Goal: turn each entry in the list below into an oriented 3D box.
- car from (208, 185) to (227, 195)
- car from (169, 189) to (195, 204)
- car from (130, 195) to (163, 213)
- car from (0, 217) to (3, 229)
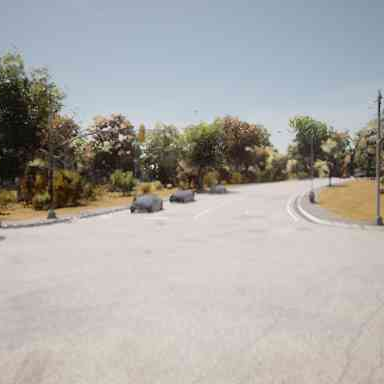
[{"bbox_3d":[4.215,-0.433,54.024,1.812,1.442,4.674,0,4,25],"label":"car"},{"bbox_3d":[-1.151,0.489,39.923,1.882,1.535,5.008,0,3,18],"label":"car"},{"bbox_3d":[-3.912,0.977,29.570,1.812,1.442,4.674,0,2,13],"label":"car"},{"bbox_3d":[-10.569,1.264,13.839,4.902,1.511,2.128,0,1,0],"label":"car"}]
